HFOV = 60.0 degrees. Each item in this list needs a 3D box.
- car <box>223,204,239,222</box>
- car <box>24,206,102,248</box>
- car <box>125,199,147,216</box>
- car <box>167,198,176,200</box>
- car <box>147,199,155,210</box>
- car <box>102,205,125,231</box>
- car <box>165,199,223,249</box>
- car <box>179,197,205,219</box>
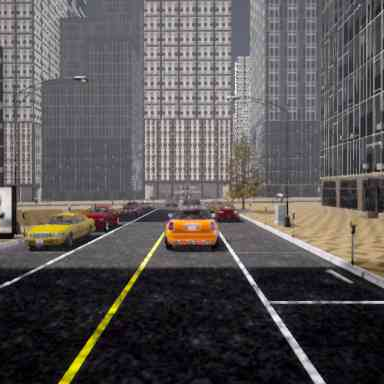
[{"bbox_3d":[2.683,1.575,26.119,1.802,1.307,4.206,-1,0,0],"label":"car"},{"bbox_3d":[-5.699,1.520,14.830,1.752,1.417,4.829,-1,0,0],"label":"car"},{"bbox_3d":[-5.697,1.574,31.678,1.802,1.307,4.206,-1,0,0],"label":"car"},{"bbox_3d":[-3.000,1.594,50.654,2.033,1.411,5.357,0,0,0],"label":"car"},{"bbox_3d":[-5.698,1.542,42.797,2.008,1.369,4.403,-1,0,0],"label":"car"},{"bbox_3d":[-5.698,1.538,20.559,1.887,1.381,4.507,-1,0,0],"label":"car"},{"bbox_3d":[0.000,1.362,14.622,2.097,1.767,4.553,0,0,0],"label":"car"},{"bbox_3d":[0.000,1.360,29.622,2.097,1.767,4.553,0,0,0],"label":"car"}]
